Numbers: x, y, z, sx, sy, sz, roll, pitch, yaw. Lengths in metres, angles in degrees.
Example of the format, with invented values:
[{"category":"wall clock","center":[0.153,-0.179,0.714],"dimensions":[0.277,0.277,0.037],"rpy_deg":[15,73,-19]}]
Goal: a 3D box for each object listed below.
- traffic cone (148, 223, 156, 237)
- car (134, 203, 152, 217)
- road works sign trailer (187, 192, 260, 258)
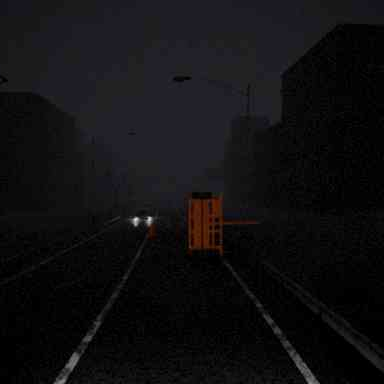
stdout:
[{"category":"traffic cone","center":[-2.241,2.175,18.404],"dimensions":[0.340,0.580,0.340],"rpy_deg":[-1,-2,-5]},{"category":"car","center":[-5.956,2.105,40.705],"dimensions":[1.882,1.535,5.008],"rpy_deg":[0,0,-5]},{"category":"road works sign trailer","center":[0.820,1.160,13.288],"dimensions":[2.880,2.380,3.560],"rpy_deg":[0,-1,-13]}]
